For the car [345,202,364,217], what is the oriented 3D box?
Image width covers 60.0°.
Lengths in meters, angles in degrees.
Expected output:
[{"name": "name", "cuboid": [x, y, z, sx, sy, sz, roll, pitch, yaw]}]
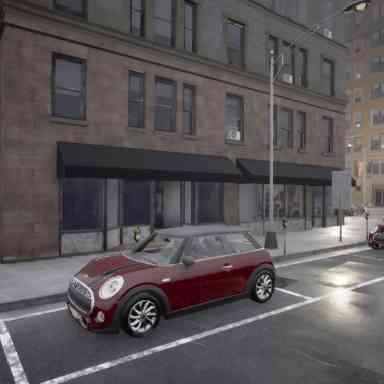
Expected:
[{"name": "car", "cuboid": [12.354, 1.252, 29.695, 2.097, 1.767, 4.553, 1, 0, -36]}]

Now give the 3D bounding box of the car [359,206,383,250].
[{"name": "car", "cuboid": [8.648, 1.445, 12.963, 4.097, 1.590, 1.967, 0, 0, -36]}]

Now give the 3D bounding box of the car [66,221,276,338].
[{"name": "car", "cuboid": [-0.282, 1.441, 6.563, 4.097, 1.590, 1.967, 0, 0, -36]}]
